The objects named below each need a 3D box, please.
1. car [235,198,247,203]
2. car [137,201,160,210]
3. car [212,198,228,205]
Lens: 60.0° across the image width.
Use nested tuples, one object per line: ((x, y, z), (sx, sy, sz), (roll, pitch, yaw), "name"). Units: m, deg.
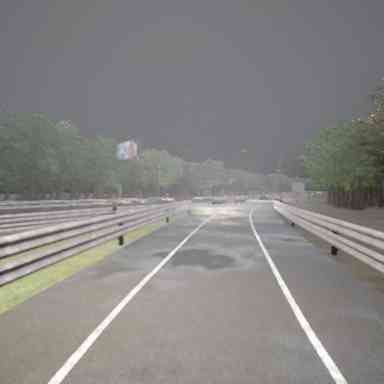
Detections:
((12.205, 2.026, 82.378), (1.895, 1.301, 4.718), (0, 0, 23), "car")
((-4.917, 1.793, 41.732), (2.033, 1.411, 5.357), (0, 0, 23), "car")
((5.591, 1.852, 66.694), (2.033, 1.411, 5.357), (0, -1, 23), "car")
